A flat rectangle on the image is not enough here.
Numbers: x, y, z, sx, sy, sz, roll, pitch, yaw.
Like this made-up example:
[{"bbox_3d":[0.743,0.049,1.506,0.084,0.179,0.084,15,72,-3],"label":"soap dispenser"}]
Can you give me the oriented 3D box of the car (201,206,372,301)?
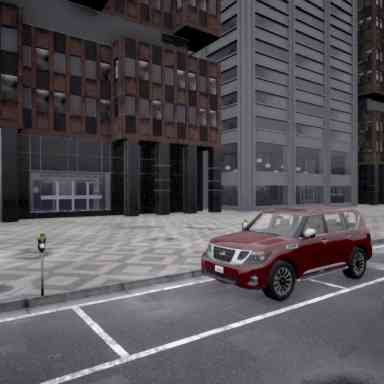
[{"bbox_3d":[2.625,1.315,8.507,5.009,1.841,2.192,0,0,-35],"label":"car"}]
